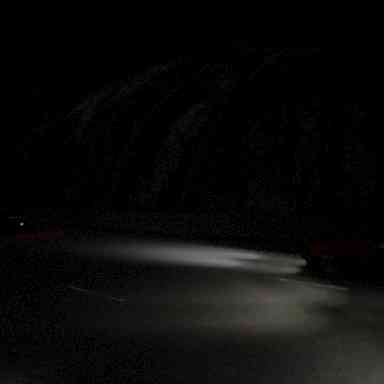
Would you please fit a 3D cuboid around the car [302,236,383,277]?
[{"bbox_3d":[5.434,1.606,8.713,4.718,1.301,1.895,-1,0,35],"label":"car"}]

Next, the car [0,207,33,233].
[{"bbox_3d":[-12.099,1.732,21.194,4.902,1.511,2.128,-1,0,35],"label":"car"}]
